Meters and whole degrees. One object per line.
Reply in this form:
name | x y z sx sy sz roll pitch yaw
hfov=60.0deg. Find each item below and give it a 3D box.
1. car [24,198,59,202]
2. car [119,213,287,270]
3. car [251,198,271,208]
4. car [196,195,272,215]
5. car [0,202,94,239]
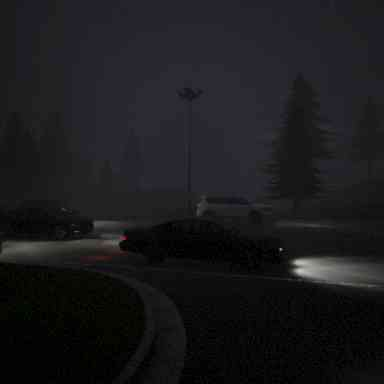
car | -10.865 1.296 25.156 4.553 1.767 2.097 0 0 16
car | 0.329 1.550 10.953 5.357 1.411 2.033 0 0 16
car | 10.431 1.614 50.071 2.033 1.411 5.357 0 0 22
car | 3.077 1.244 24.734 5.566 2.045 2.150 0 0 16
car | -7.413 1.439 16.857 5.008 1.535 1.882 0 0 16
